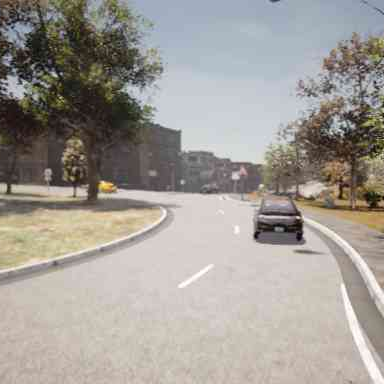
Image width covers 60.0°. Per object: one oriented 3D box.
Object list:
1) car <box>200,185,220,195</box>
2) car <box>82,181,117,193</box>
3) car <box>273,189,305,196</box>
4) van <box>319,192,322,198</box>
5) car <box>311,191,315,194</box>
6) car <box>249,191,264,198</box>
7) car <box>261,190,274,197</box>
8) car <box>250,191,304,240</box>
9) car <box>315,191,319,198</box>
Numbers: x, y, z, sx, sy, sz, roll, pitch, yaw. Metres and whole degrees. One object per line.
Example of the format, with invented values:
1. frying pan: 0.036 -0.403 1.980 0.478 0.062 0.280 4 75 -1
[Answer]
1. car: 2.692 -0.298 48.551 1.837 1.490 4.892 2 0 22
2. car: -12.162 -0.673 43.411 5.008 1.535 1.882 3 3 28
3. car: 16.573 0.325 57.881 4.892 1.521 2.231 2 -1 26
4. van: 29.991 0.786 85.045 4.442 1.987 1.878 2 0 26
5. car: 23.806 0.624 72.734 4.553 1.767 2.185 2 0 26
6. car: 14.195 0.475 73.016 1.994 1.385 4.181 2 -1 26
7. car: 18.615 0.396 82.041 2.097 1.767 4.553 2 0 26
8. car: 3.553 0.997 14.281 2.128 1.511 4.902 1 3 10
9. car: 27.434 0.945 80.164 4.792 1.488 2.163 2 0 26
